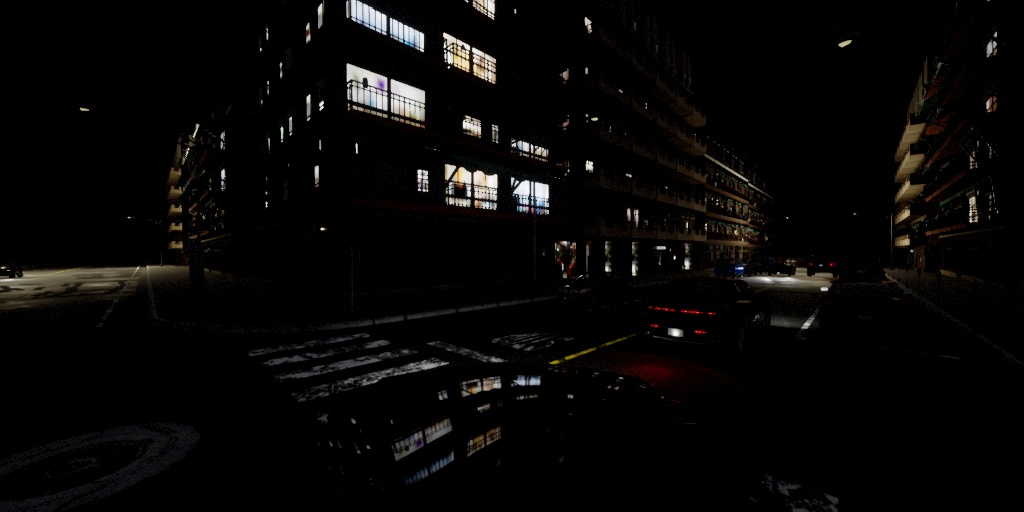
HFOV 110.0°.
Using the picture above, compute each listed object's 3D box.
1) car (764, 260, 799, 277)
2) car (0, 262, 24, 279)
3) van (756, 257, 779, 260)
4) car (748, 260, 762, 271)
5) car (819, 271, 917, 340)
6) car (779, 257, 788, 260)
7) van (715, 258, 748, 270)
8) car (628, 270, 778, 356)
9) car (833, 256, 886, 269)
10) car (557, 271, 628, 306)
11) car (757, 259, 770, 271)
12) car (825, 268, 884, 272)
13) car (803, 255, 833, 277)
[{"bbox_3d":[27.197,1.326,36.123,1.895,1.301,4.718,0,0,44],"label":"car"},{"bbox_3d":[-45.468,1.273,31.918,4.674,1.442,1.812,0,1,44],"label":"car"},{"bbox_3d":[31.039,1.061,43.937,1.690,1.789,3.998,0,0,44],"label":"van"},{"bbox_3d":[23.170,1.305,35.787,1.802,1.307,4.207,0,0,44],"label":"car"},{"bbox_3d":[9.689,1.290,9.857,1.888,1.381,4.507,0,0,44],"label":"car"},{"bbox_3d":[34.958,1.033,48.025,2.192,1.841,5.009,0,0,44],"label":"car"},{"bbox_3d":[19.231,1.066,31.717,1.690,1.789,3.998,0,0,44],"label":"van"},{"bbox_3d":[4.891,1.249,8.765,1.837,1.490,4.892,0,0,44],"label":"car"},{"bbox_3d":[21.268,1.050,21.819,2.192,1.841,5.009,0,0,44],"label":"car"},{"bbox_3d":[3.693,1.319,15.665,1.802,1.307,4.207,0,0,44],"label":"car"},{"bbox_3d":[27.107,1.303,39.858,1.802,1.307,4.207,0,0,44],"label":"car"},{"bbox_3d":[13.390,1.307,13.681,1.948,1.339,4.313,0,0,44],"label":"car"},{"bbox_3d":[30.323,0.949,34.891,2.150,2.045,5.566,0,0,45],"label":"car"}]
